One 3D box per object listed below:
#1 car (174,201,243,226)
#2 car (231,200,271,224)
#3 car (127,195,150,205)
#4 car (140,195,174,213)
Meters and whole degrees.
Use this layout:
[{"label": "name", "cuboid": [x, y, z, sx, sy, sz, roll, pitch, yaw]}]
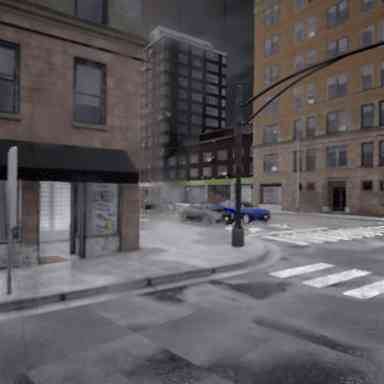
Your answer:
[{"label": "car", "cuboid": [0.954, 1.408, 21.785, 1.994, 1.385, 4.181, 1, 0, -35]}, {"label": "car", "cuboid": [3.435, 1.357, 23.911, 1.882, 1.535, 5.008, 1, 0, -35]}, {"label": "car", "cuboid": [-8.439, 1.242, 52.330, 1.812, 1.442, 4.674, 1, 0, -34]}, {"label": "car", "cuboid": [-3.367, 1.280, 33.576, 2.128, 1.511, 4.902, 1, 0, -36]}]
